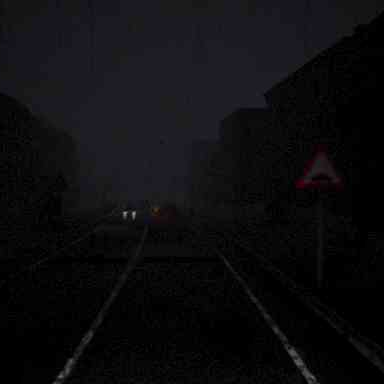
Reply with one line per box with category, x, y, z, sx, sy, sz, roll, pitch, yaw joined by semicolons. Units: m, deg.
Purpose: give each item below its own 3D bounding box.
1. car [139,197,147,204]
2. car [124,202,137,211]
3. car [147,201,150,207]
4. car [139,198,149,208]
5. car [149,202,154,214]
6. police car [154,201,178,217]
car;-12.536;2.144;84.774;1.994;1.385;4.181;0;2;-10
car;-10.817;2.520;58.323;1.837;1.490;4.892;0;0;-10
car;-5.485;2.379;51.023;1.812;1.442;4.674;0;-1;-10
car;-9.851;2.389;70.013;1.837;1.490;4.892;0;1;-10
car;-4.447;2.145;45.306;1.801;1.575;5.366;0;-2;-10
police car;-2.646;1.764;35.367;1.930;1.638;5.238;0;-2;-10
